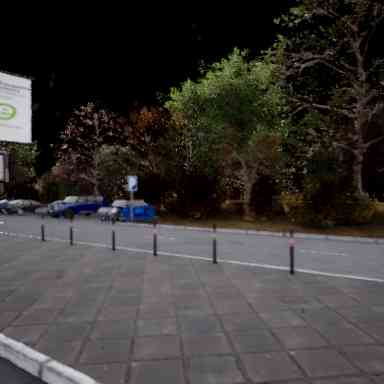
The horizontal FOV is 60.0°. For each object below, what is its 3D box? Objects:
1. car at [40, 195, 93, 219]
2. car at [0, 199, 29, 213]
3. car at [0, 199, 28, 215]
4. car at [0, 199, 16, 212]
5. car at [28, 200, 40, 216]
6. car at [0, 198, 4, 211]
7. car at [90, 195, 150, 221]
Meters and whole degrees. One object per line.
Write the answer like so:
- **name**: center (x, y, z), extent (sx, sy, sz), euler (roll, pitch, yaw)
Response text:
- **car**: center (-10.097, 1.268, 29.844), extent (2.435, 2.045, 5.566), euler (0, 0, 35)
- **car**: center (-21.598, 1.572, 37.814), extent (2.097, 1.535, 5.008), euler (0, 0, 35)
- **car**: center (-16.951, 1.554, 34.604), extent (2.231, 1.521, 4.892), euler (0, 0, 35)
- **car**: center (-23.902, 1.611, 39.448), extent (2.163, 1.488, 4.792), euler (0, 0, 35)
- **car**: center (-12.298, 1.532, 31.406), extent (2.231, 1.521, 4.892), euler (0, 0, 35)
- **car**: center (-26.342, 1.592, 41.103), extent (2.097, 1.535, 5.008), euler (0, 0, 35)
- **car**: center (-5.361, 1.358, 26.529), extent (2.185, 1.767, 4.553), euler (1, 0, 35)
